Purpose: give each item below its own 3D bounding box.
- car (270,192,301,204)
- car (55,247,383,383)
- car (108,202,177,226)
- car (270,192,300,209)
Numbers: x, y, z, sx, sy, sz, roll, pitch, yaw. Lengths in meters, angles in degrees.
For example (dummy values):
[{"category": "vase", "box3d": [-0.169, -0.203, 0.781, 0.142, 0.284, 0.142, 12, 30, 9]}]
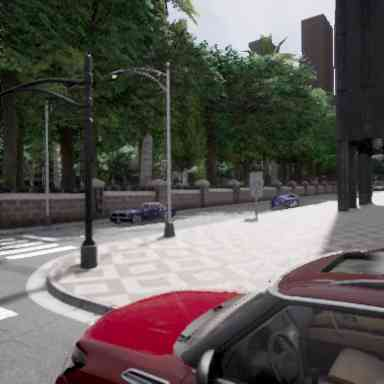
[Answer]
[{"category": "car", "box3d": [12.161, 0.738, 42.936, 2.033, 1.411, 5.357, -1, 1, 36]}, {"category": "car", "box3d": [1.281, 1.315, 2.051, 5.009, 1.841, 2.192, -1, 0, 35]}, {"category": "car", "box3d": [-3.141, 1.375, 21.744, 1.895, 1.301, 4.718, -1, 1, 36]}, {"category": "car", "box3d": [9.531, 0.881, 34.042, 1.812, 1.442, 4.674, -1, 1, 36]}]
